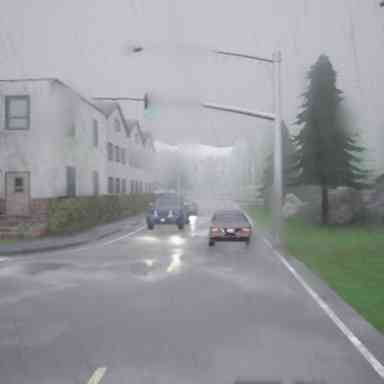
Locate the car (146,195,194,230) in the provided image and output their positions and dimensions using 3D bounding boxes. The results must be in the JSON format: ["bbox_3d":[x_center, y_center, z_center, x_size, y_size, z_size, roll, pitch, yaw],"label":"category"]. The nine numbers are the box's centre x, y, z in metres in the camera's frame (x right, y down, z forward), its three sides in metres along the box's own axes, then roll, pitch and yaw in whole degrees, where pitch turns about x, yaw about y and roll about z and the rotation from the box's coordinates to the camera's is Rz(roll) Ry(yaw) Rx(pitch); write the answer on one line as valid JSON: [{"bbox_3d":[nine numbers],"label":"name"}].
[{"bbox_3d":[-1.416,1.247,21.819,2.150,2.045,5.566,-1,0,6],"label":"car"}]

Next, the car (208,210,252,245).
[{"bbox_3d":[1.715,1.535,15.352,2.033,1.411,5.357,-1,0,5],"label":"car"}]

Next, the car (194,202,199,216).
[{"bbox_3d":[-0.402,1.583,32.647,1.994,1.385,4.181,-1,0,6],"label":"car"}]
